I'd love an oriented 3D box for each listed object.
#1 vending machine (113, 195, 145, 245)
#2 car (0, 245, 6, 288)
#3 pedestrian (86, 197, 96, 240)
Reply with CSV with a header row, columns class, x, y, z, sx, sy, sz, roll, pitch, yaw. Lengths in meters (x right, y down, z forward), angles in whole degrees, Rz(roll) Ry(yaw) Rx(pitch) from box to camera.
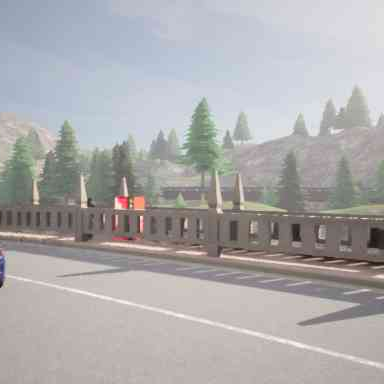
class,x,y,z,sx,sy,sz,roll,pitch,yaw
vending machine,-2.768,1.187,14.714,0.880,2.100,1.100,1,0,29
car,-6.410,1.348,7.590,4.553,1.767,2.097,0,0,29
pedestrian,-4.409,1.133,14.281,0.375,1.860,0.375,1,1,28
